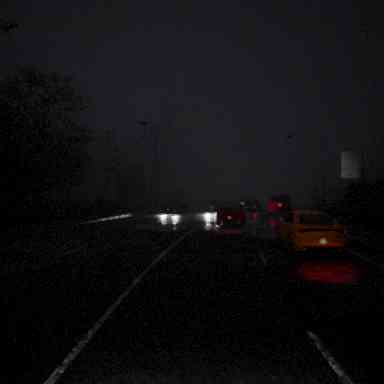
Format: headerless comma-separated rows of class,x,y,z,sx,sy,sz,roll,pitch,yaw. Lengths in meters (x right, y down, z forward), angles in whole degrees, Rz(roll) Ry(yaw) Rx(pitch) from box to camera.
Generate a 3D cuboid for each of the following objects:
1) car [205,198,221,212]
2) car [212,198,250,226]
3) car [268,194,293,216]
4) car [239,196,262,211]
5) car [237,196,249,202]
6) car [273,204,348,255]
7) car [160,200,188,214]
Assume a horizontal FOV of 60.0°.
car,2.806,1.477,38.275,2.128,1.511,4.902,0,0,17
car,2.900,1.475,23.737,1.882,1.535,5.008,0,0,12
car,8.486,1.237,32.029,2.150,2.045,5.566,0,0,15
car,7.488,1.495,40.864,2.128,1.511,4.902,0,0,17
car,11.249,1.576,73.224,1.895,1.301,4.718,0,0,20
car,4.658,1.487,13.460,1.882,1.535,5.008,0,0,7
car,-1.834,1.532,34.767,1.994,1.385,4.181,0,0,16
